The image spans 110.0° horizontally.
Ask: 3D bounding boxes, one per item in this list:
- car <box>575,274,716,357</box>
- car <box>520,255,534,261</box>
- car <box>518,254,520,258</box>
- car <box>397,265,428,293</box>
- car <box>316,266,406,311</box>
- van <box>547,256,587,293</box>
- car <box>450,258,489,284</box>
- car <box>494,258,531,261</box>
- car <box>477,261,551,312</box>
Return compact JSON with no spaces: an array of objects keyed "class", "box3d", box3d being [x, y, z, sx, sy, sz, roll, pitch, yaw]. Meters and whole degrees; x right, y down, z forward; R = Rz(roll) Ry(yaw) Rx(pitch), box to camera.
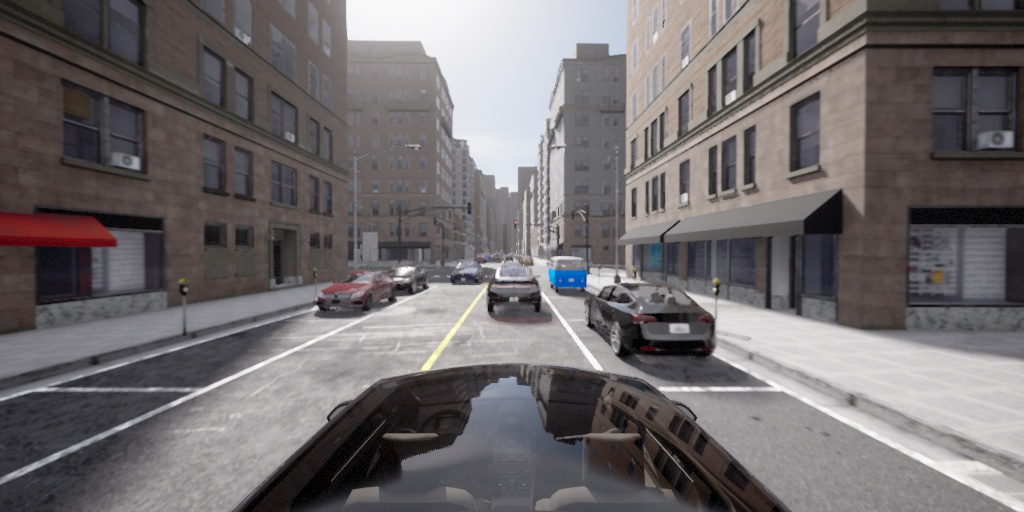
[{"class":"car","box3d":[2.857,1.252,8.199,1.948,1.339,4.313,0,0,0]},{"class":"car","box3d":[2.650,0.717,58.454,1.751,1.417,4.829,0,0,-1]},{"class":"car","box3d":[2.576,0.575,63.809,1.967,1.591,4.097,0,0,-1]},{"class":"car","box3d":[-5.668,1.146,19.087,1.948,1.339,4.313,0,0,0]},{"class":"car","box3d":[-5.668,1.215,13.636,1.802,1.307,4.207,0,0,0]},{"class":"van","box3d":[2.857,0.921,19.096,1.690,1.789,3.998,0,0,0]},{"class":"car","box3d":[-3.016,1.071,24.956,2.033,1.411,5.357,0,1,0]},{"class":"car","box3d":[0.002,1.082,23.807,2.033,1.411,5.357,0,1,0]},{"class":"car","box3d":[0.072,1.126,13.539,2.128,1.511,4.902,0,1,0]}]
